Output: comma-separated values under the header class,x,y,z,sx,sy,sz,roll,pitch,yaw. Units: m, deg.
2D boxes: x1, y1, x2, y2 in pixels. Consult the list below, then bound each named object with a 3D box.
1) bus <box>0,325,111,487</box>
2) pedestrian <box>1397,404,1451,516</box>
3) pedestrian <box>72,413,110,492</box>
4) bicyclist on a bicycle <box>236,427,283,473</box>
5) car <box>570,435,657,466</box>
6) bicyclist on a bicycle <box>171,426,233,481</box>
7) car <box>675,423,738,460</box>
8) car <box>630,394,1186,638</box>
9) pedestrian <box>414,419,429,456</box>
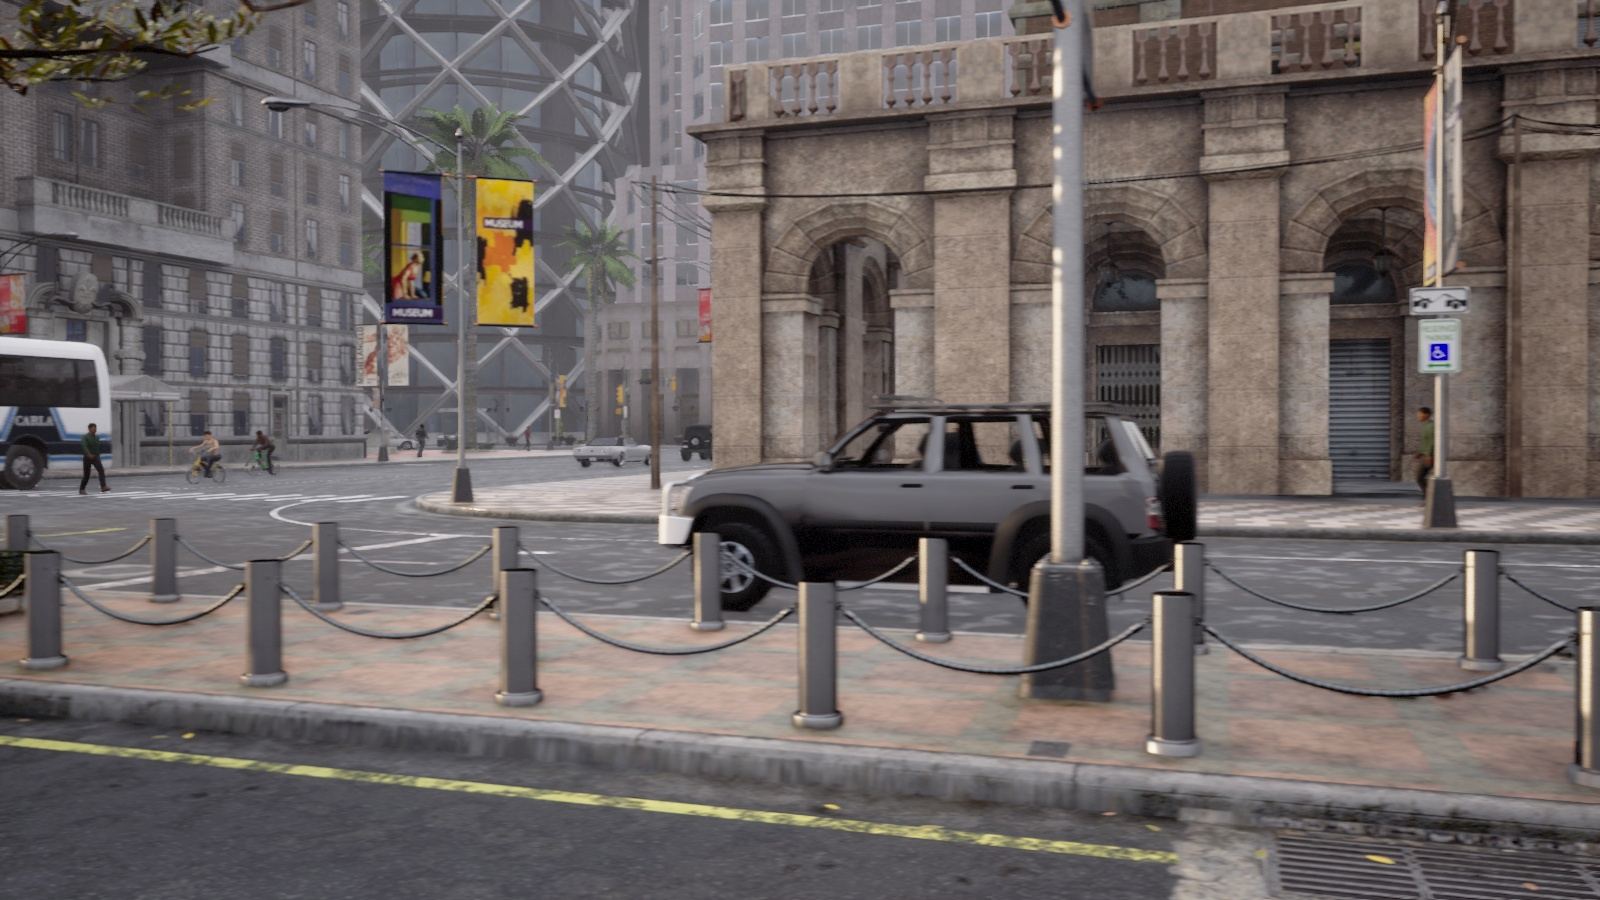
class,x,y,z,sx,sy,sz,roll,pitch,yaw
bus,-23.448,-1.153,32.123,3.944,4.253,10.273,1,1,18
pedestrian,11.021,0.169,22.187,0.788,1.949,0.423,1,1,18
pedestrian,-17.501,0.055,31.015,0.788,1.949,0.423,1,1,24
bicyclist on a bicycle,-19.277,-0.010,44.793,0.582,1.620,1.656,1,2,18
car,-8.209,0.003,55.754,1.895,1.301,4.718,1,1,19
bicyclist on a bicycle,-17.937,0.092,37.671,0.866,1.612,1.509,1,1,19
car,-4.858,-0.446,65.547,1.905,1.878,3.866,1,1,19
car,0.995,0.467,11.232,4.605,1.855,1.932,1,1,20
pedestrian,-20.275,-0.670,67.232,0.402,1.930,0.666,1,1,25
